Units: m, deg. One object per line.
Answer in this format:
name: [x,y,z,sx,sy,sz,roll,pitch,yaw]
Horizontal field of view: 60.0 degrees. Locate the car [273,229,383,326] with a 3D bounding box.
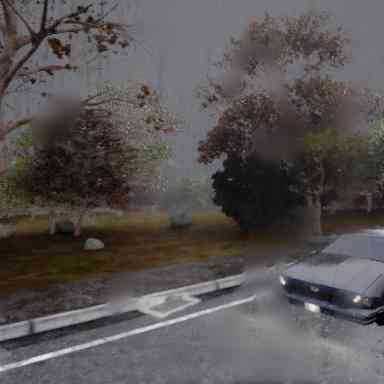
car: [4.096,1.569,7.304,5.357,1.411,2.033,0,0,-39]
